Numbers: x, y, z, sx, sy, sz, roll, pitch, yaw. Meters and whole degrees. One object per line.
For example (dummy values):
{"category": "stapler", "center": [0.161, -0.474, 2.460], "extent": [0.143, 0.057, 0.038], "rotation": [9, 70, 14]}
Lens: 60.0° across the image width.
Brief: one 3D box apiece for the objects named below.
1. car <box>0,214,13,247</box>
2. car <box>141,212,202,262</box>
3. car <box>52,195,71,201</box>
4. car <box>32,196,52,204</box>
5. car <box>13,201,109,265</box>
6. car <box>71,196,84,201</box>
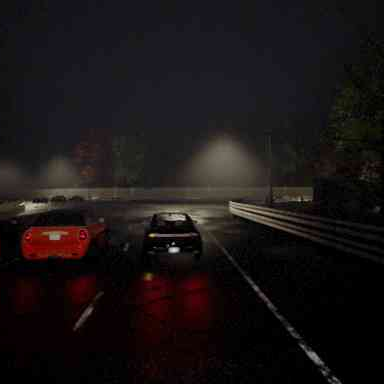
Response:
{"category": "car", "center": [-7.857, 1.519, 12.350], "extent": [2.128, 1.511, 4.902], "rotation": [0, 0, -7]}
{"category": "car", "center": [-0.798, 1.488, 12.146], "extent": [2.128, 1.511, 4.902], "rotation": [0, 0, -7]}
{"category": "car", "center": [-26.853, 1.401, 67.025], "extent": [2.097, 1.767, 4.553], "rotation": [0, 0, -41]}
{"category": "car", "center": [-29.625, 1.588, 64.887], "extent": [2.128, 1.511, 4.902], "rotation": [0, 0, -41]}
{"category": "car", "center": [-4.307, 1.364, 11.992], "extent": [2.097, 1.767, 4.553], "rotation": [0, 0, -6]}
{"category": "car", "center": [-24.119, 1.529, 69.209], "extent": [1.837, 1.490, 4.892], "rotation": [0, 0, -41]}
